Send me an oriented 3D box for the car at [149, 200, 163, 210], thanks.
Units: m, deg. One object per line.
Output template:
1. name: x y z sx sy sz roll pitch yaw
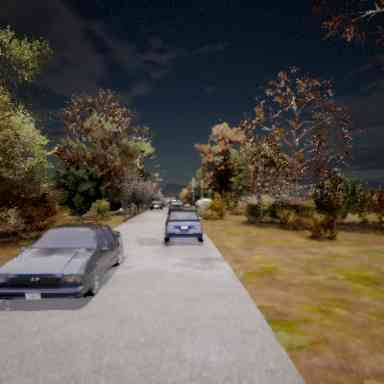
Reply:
1. car: -5.479 2.058 51.656 2.128 1.511 4.902 0 -1 -3

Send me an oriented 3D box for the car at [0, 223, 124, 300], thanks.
1. car: -3.052 1.570 8.863 2.033 1.411 5.357 0 0 -2

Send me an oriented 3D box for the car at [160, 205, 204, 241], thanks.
1. car: -0.466 1.608 16.994 2.033 1.411 5.357 0 0 -3

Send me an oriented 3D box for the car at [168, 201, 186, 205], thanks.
1. car: -1.741 1.798 37.949 1.837 1.490 4.892 0 -1 -4
